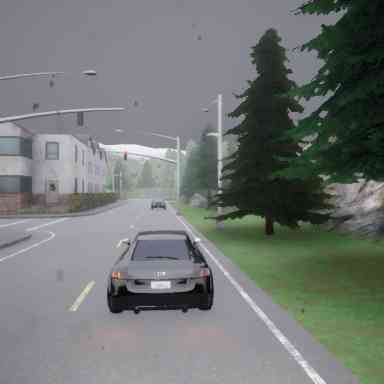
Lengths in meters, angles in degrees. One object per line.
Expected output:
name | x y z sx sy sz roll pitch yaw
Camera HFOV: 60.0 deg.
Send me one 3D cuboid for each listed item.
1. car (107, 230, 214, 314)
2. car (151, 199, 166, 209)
car | -0.693 1.564 7.711 1.994 1.385 4.181 0 0 -5
car | -4.437 1.601 43.918 1.895 1.301 4.718 0 0 -6
